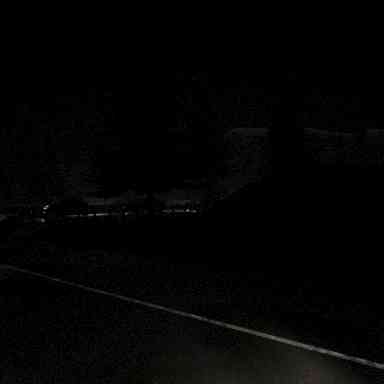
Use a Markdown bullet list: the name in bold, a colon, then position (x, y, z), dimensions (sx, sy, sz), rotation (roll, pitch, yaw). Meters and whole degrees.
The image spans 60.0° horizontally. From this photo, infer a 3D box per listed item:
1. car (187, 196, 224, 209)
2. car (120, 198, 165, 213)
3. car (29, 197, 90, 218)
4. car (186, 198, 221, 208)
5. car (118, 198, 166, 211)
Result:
- **car**: position (1.742, 1.276, 41.526), dimensions (4.553, 1.767, 2.097), rotation (0, 0, -35)
- **car**: position (-5.184, 1.406, 35.789), dimensions (4.902, 1.511, 2.128), rotation (0, 0, -42)
- **car**: position (-11.389, 1.260, 29.373), dimensions (2.097, 1.767, 4.553), rotation (0, 0, 41)
- **car**: position (1.630, 1.514, 45.774), dimensions (4.718, 1.301, 1.895), rotation (0, 0, -35)
- **car**: position (-5.935, 1.448, 39.885), dimensions (5.357, 1.411, 2.033), rotation (0, 0, -42)
